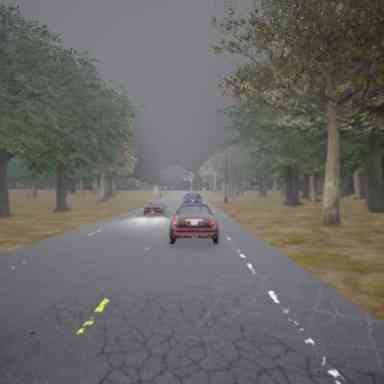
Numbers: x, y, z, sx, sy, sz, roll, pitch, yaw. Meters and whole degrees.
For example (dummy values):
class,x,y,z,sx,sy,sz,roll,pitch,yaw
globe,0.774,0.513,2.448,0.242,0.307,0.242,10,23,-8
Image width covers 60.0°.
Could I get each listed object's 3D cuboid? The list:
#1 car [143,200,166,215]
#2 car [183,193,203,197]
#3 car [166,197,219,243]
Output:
class,x,y,z,sx,sy,sz,roll,pitch,yaw
car,-3.515,1.491,31.918,1.895,1.301,4.718,0,0,0
car,0.082,1.085,38.103,2.150,2.045,5.566,0,0,0
car,0.093,1.300,15.893,2.097,1.767,4.553,0,0,0
